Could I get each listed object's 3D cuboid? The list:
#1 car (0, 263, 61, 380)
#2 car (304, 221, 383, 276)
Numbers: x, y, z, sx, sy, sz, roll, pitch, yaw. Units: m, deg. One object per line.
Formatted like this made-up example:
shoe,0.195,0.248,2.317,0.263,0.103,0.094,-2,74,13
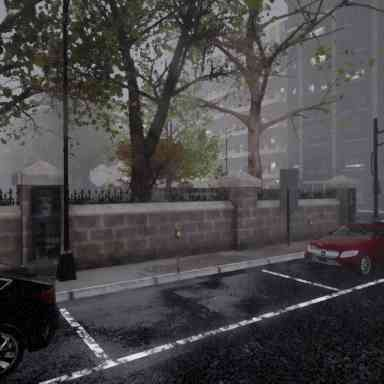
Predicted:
car,-3.822,1.566,3.864,4.313,1.339,1.947,0,0,-35
car,5.251,1.581,10.206,4.206,1.307,1.802,0,0,-35
